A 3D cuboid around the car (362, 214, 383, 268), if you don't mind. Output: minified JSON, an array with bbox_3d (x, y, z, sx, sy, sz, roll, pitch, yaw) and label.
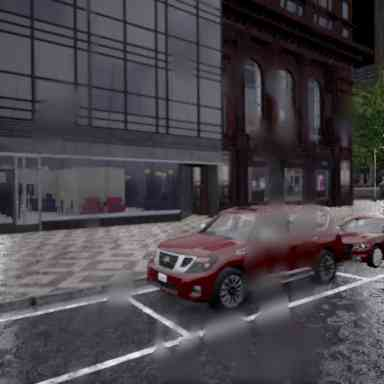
[{"bbox_3d":[5.913,1.444,10.867,4.507,1.381,1.887,-1,0,-35],"label":"car"}]

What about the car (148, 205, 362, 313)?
[{"bbox_3d":[1.493,1.264,7.717,5.009,1.841,2.192,-1,0,-35],"label":"car"}]
